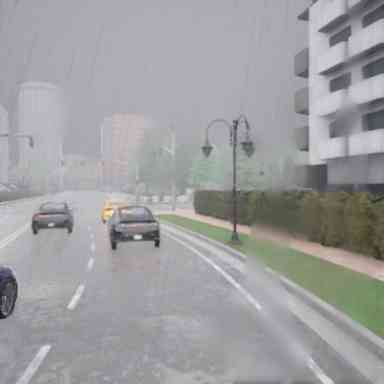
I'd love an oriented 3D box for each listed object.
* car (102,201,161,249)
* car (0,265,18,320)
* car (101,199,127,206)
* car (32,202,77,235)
[{"bbox_3d":[-2.492,1.330,13.796,2.128,1.511,4.902,0,1,-15],"label":"car"},{"bbox_3d":[-3.908,1.490,4.105,1.812,1.442,4.674,0,1,-6],"label":"car"},{"bbox_3d":[-5.187,1.215,22.899,1.882,1.535,5.008,0,1,-16],"label":"car"},{"bbox_3d":[-7.274,1.302,17.753,2.128,1.511,4.902,0,1,-18],"label":"car"}]
